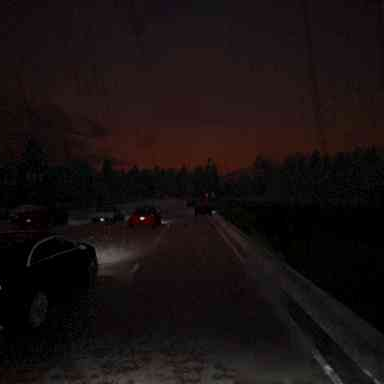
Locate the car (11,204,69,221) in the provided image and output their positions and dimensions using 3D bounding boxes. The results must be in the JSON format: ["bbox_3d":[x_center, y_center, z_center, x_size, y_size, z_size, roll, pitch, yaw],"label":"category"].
[{"bbox_3d":[-10.391,1.704,23.636,1.882,1.535,5.008,0,-1,0],"label":"car"}]

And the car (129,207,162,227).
[{"bbox_3d":[-3.391,1.800,24.730,1.994,1.385,4.181,0,-1,0],"label":"car"}]

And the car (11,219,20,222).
[{"bbox_3d":[-6.896,1.652,9.120,1.994,1.385,4.181,0,-1,0],"label":"car"}]

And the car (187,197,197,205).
[{"bbox_3d":[0.024,1.890,73.042,2.097,1.767,4.553,0,-1,0],"label":"car"}]

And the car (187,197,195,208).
[{"bbox_3d":[0.020,2.058,58.069,1.837,1.490,4.892,0,-1,0],"label":"car"}]

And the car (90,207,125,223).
[{"bbox_3d":[-6.891,1.866,27.750,1.895,1.301,4.718,0,-1,0],"label":"car"}]

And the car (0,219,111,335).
[{"bbox_3d":[-3.397,1.558,6.814,2.128,1.511,4.902,0,-1,0],"label":"car"}]

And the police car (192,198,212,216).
[{"bbox_3d":[1.238,1.785,37.749,1.930,1.638,5.238,0,-1,0],"label":"police car"}]
